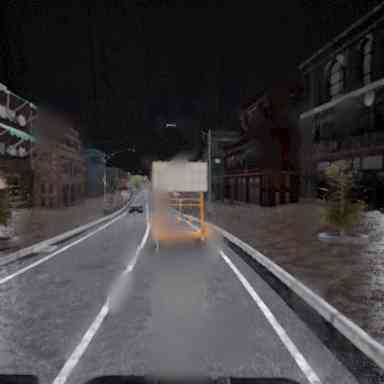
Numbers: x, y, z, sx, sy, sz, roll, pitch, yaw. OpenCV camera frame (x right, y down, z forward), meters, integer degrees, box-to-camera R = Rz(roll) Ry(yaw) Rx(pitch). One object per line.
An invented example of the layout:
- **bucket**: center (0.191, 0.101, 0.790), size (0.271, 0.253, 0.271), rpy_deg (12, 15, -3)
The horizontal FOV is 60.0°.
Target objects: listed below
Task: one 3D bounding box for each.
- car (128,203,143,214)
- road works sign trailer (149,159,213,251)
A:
- **car**: center (-7.532, 2.194, 44.809), size (2.033, 1.411, 5.357), rpy_deg (0, -1, -8)
- **road works sign trailer**: center (-0.509, 0.431, 13.975), size (2.380, 3.560, 2.880), rpy_deg (0, 0, -9)
